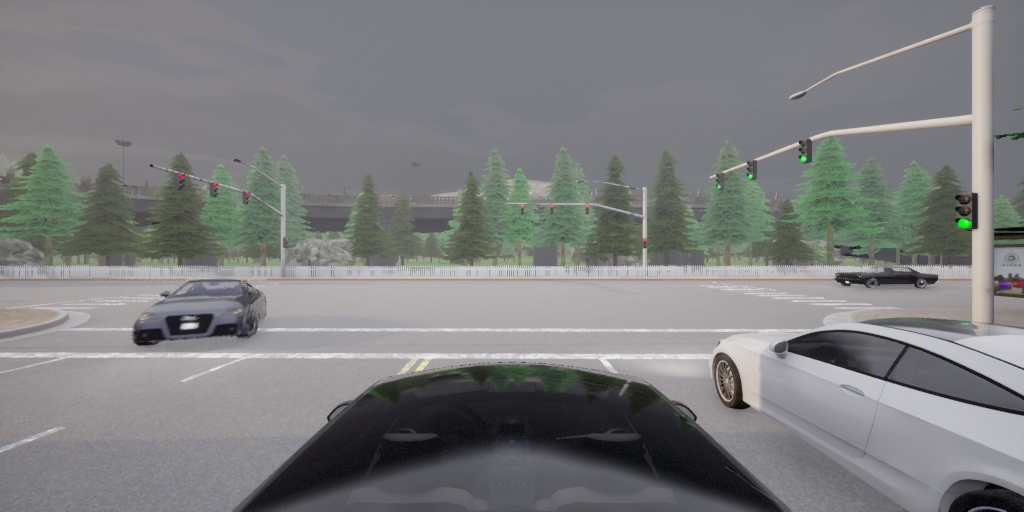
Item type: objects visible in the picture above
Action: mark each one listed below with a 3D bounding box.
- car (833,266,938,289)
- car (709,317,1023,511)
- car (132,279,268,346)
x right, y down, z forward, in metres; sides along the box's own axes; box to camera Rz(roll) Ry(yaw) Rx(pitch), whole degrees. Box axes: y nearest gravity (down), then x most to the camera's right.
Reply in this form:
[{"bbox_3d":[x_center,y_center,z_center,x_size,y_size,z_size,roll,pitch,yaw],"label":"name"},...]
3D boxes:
[{"bbox_3d":[22.865,1.295,22.071,4.718,1.301,1.895,0,0,0],"label":"car"},{"bbox_3d":[3.657,1.276,3.168,1.812,1.442,4.674,0,0,2],"label":"car"},{"bbox_3d":[-7.828,1.309,9.452,1.994,1.385,4.181,0,0,-28],"label":"car"}]
